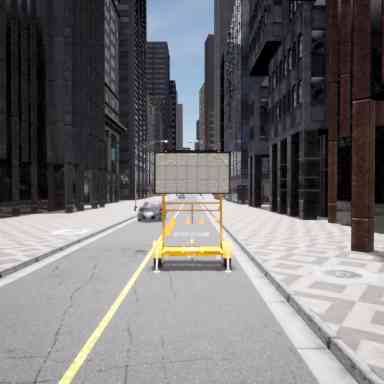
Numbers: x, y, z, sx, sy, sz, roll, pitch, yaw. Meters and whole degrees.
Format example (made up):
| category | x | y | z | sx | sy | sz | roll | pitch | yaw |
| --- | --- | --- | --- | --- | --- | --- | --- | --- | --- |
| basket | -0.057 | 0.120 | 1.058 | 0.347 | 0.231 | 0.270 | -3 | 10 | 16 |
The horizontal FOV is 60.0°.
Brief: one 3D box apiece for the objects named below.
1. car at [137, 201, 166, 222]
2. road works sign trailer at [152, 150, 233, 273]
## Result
| category | x | y | z | sx | sy | sz | roll | pitch | yaw |
| --- | --- | --- | --- | --- | --- | --- | --- | --- | --- |
| car | -3.130 | 1.488 | 26.318 | 2.128 | 1.511 | 4.902 | 0 | 0 | 0 |
| road works sign trailer | 0.009 | 0.462 | 10.671 | 2.380 | 3.560 | 2.880 | 0 | 0 | 0 |
